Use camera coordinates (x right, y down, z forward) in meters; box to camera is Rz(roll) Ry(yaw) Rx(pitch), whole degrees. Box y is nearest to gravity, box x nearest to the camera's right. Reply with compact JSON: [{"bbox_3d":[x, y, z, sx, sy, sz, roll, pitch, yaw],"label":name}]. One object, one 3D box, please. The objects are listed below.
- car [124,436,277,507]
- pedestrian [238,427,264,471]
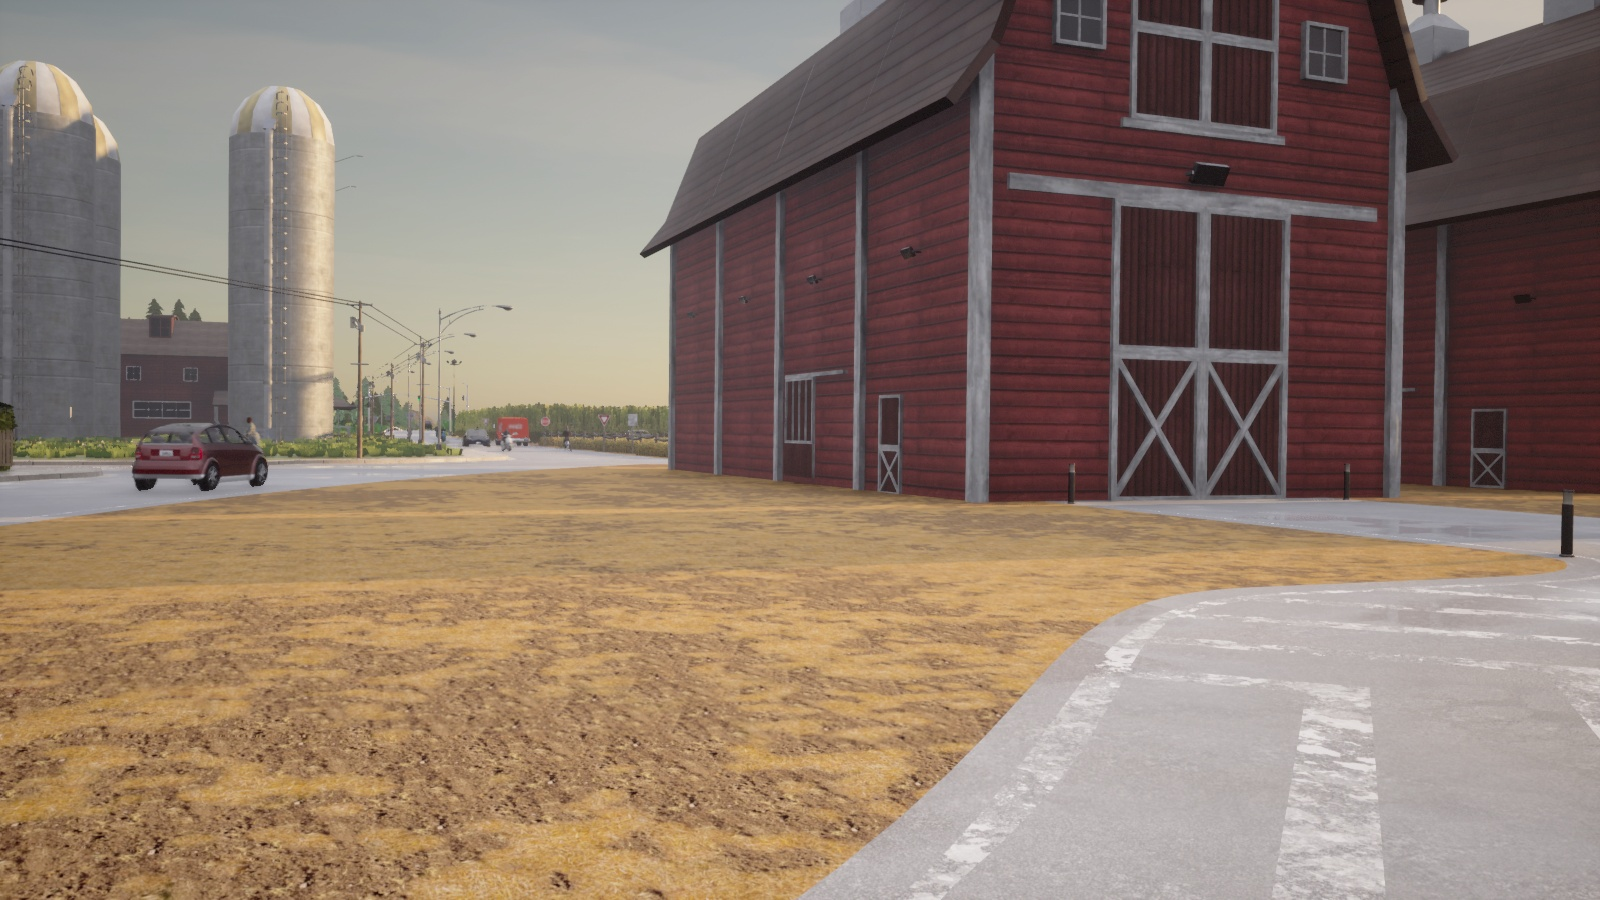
[{"bbox_3d":[-14.056,0.451,29.674,1.789,1.549,3.705,-1,1,1],"label":"car"},{"bbox_3d":[-23.402,-0.043,53.519,0.900,1.855,0.874,-1,1,-28],"label":"pedestrian"}]
